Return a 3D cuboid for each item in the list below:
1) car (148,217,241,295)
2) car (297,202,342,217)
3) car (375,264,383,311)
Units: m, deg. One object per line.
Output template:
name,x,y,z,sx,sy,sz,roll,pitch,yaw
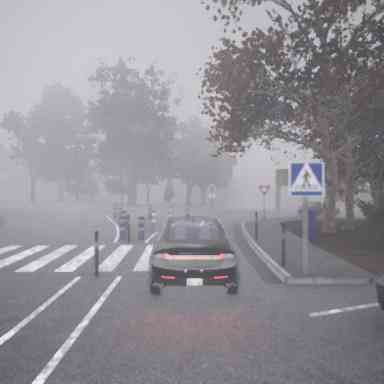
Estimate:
car,0.027,1.360,8.376,2.128,1.511,4.902,0,1,0
car,12.623,1.698,32.868,5.357,1.411,2.033,2,-1,-37
car,5.304,1.408,5.447,4.892,1.521,2.231,0,1,-21
